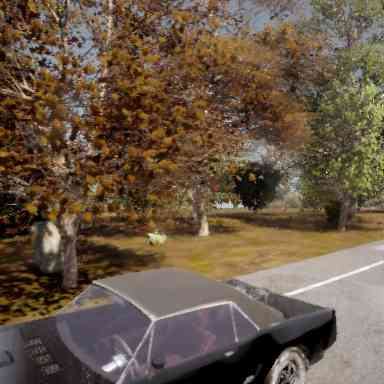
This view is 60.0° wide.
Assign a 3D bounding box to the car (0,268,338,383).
[{"bbox_3d":[-0.615,1.610,3.357,4.718,1.301,1.895,0,0,-37],"label":"car"}]
